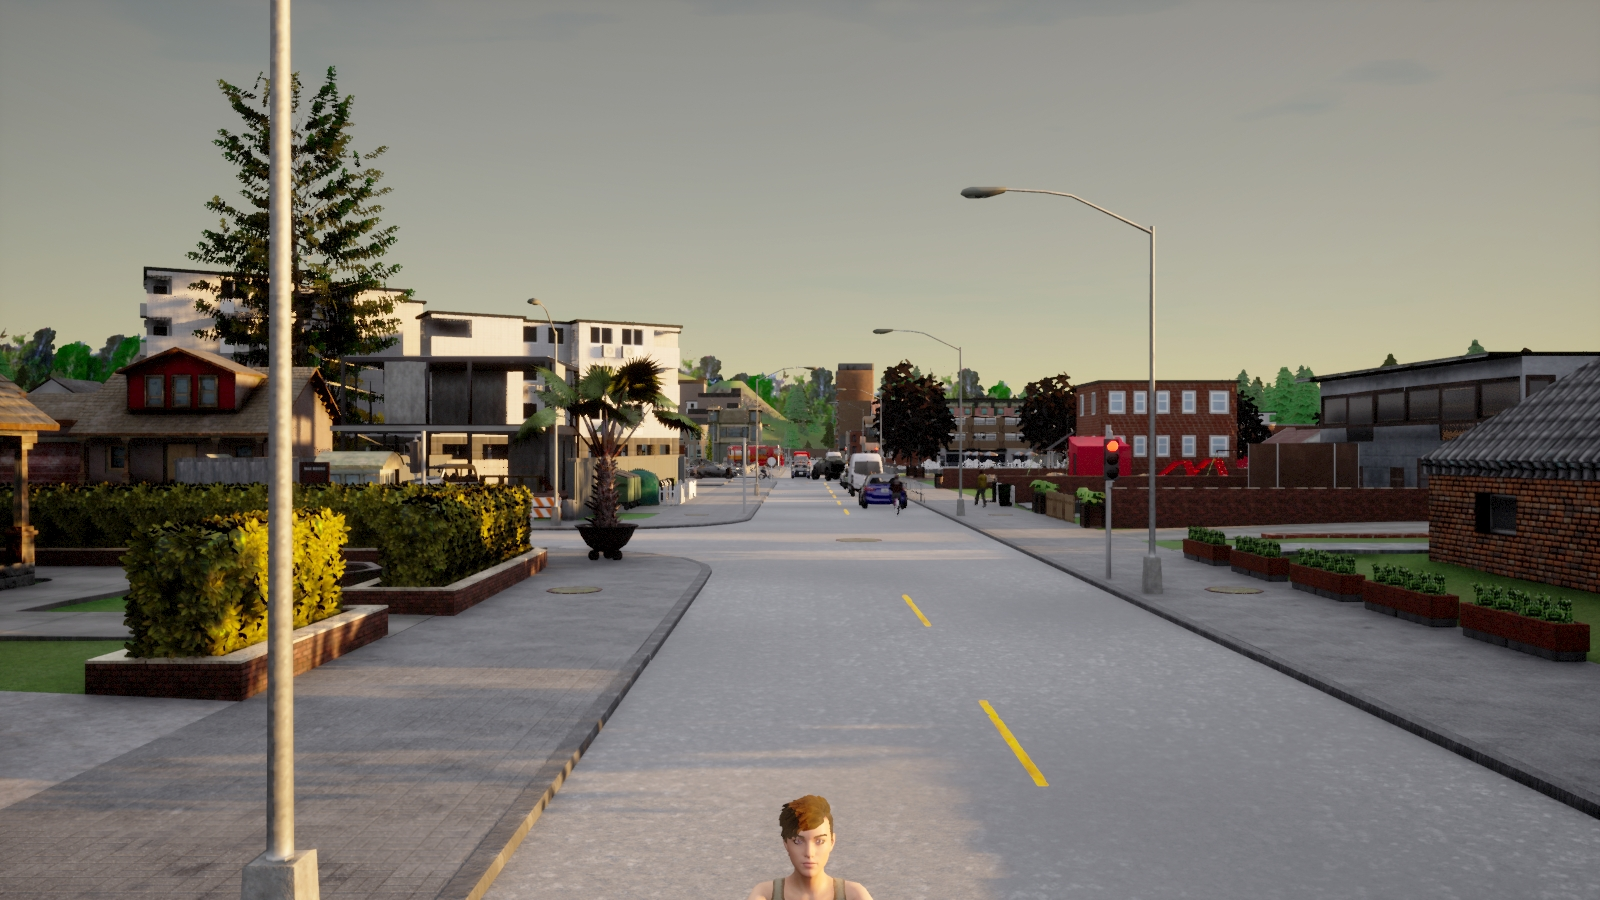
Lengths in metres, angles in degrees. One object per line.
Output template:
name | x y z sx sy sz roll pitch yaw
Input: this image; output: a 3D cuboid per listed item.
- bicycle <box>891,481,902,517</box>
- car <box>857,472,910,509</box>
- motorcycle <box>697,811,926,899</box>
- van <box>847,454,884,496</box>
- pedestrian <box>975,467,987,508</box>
bicycle | 4.085 2.060 48.380 0.329 1.471 1.835 0 0 0
car | 4.046 1.967 56.171 2.242 1.667 4.611 0 0 0
motorcycle | 0.039 2.155 3.558 0.764 1.307 2.356 0 0 0
van | 4.045 1.531 71.351 1.988 2.561 5.915 0 -1 0
pedestrian | 8.394 1.744 53.010 0.375 1.860 0.375 0 0 -23
